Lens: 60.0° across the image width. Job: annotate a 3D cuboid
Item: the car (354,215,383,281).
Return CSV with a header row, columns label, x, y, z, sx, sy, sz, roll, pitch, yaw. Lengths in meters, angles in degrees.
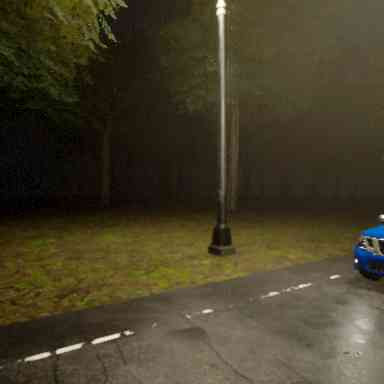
label,x,y,z,sx,sy,sz,roll,pitch,yaw
car,6.541,1.206,8.728,5.566,2.045,2.150,0,0,-36
